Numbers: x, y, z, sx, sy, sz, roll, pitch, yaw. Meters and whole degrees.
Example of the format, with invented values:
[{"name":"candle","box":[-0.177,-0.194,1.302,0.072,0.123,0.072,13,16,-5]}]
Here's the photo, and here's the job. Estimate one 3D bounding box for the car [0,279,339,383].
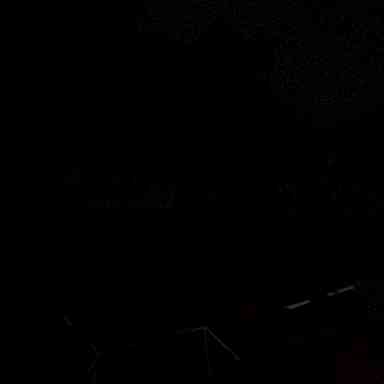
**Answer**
[{"name":"car","box":[-0.889,1.606,2.783,4.718,1.301,1.895,0,0,-36]}]
